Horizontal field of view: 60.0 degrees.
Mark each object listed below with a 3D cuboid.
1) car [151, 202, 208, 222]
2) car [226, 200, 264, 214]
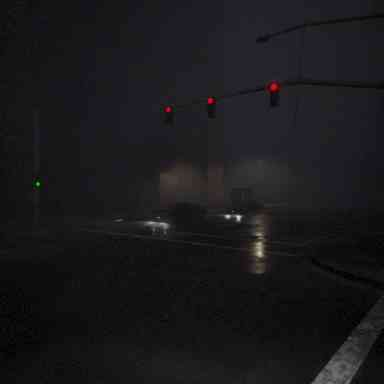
[{"bbox_3d":[-0.828,1.548,27.074,2.033,1.411,5.357,0,0,39],"label":"car"},{"bbox_3d":[5.715,1.548,35.065,2.033,1.411,5.357,0,0,39],"label":"car"}]
